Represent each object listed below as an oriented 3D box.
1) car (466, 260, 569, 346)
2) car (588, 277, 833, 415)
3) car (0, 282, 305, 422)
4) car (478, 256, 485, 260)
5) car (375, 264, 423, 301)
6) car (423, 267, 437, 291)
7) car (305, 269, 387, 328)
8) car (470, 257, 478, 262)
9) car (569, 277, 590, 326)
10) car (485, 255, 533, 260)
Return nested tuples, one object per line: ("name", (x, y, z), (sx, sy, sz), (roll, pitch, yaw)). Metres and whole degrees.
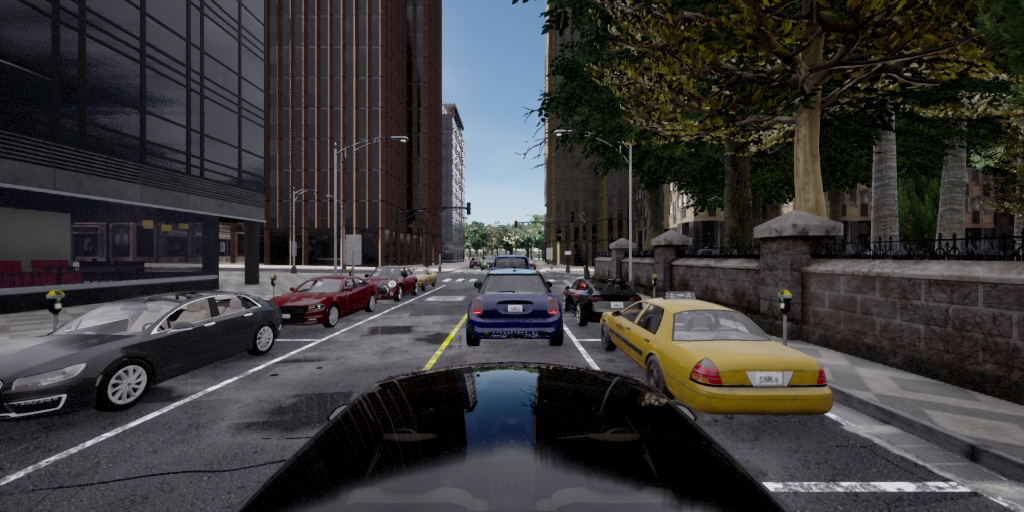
("car", (0.036, 1.102, 9.539), (2.097, 1.767, 4.553), (0, 0, -1))
("car", (2.752, 1.275, 6.151), (1.751, 1.417, 4.829), (0, 0, 0))
("car", (-5.772, 1.300, 5.959), (2.007, 1.370, 4.403), (0, 0, 0))
("car", (-3.214, 0.982, 51.214), (2.150, 2.045, 5.566), (0, 0, -1))
("car", (-5.797, 1.190, 16.873), (1.967, 1.591, 4.097), (0, 0, 0))
("car", (-5.809, 1.277, 22.160), (1.751, 1.417, 4.829), (0, 0, 0))
("car", (-5.785, 1.295, 11.416), (1.888, 1.381, 4.507), (0, 0, 0))
("car", (-5.894, 1.079, 59.738), (2.192, 1.841, 5.009), (0, 0, 0))
("car", (2.740, 1.316, 11.437), (1.948, 1.339, 4.313), (0, 0, 0))
("car", (-0.034, 0.973, 18.973), (2.150, 2.045, 5.566), (0, 0, 0))
